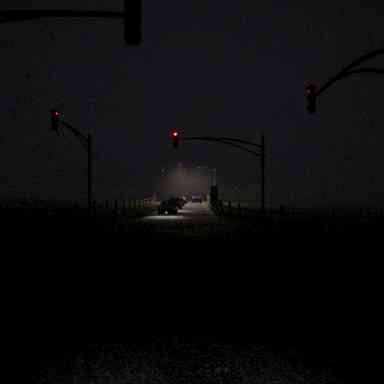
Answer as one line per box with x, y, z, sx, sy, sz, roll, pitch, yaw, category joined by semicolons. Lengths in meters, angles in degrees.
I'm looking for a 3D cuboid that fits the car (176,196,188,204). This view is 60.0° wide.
-1.903;1.581;63.799;1.994;1.385;4.181;0;0;2;car

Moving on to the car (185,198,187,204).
-2.104;1.560;53.794;2.033;1.411;5.357;0;0;1;car

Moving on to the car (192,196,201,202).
1.090;1.617;75.940;1.895;1.301;4.718;0;0;1;car

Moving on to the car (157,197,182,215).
-2.402;1.553;34.169;2.033;1.411;5.357;0;0;0;car

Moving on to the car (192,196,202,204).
1.029;1.495;65.906;1.882;1.535;5.008;0;0;1;car

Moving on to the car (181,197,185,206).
-2.251;1.514;43.946;1.837;1.490;4.892;0;0;1;car
